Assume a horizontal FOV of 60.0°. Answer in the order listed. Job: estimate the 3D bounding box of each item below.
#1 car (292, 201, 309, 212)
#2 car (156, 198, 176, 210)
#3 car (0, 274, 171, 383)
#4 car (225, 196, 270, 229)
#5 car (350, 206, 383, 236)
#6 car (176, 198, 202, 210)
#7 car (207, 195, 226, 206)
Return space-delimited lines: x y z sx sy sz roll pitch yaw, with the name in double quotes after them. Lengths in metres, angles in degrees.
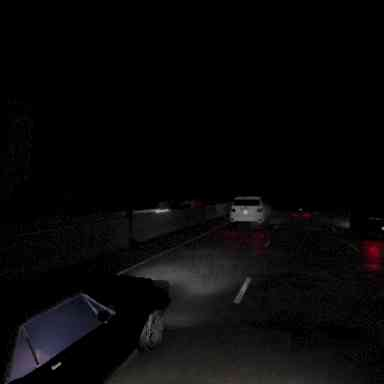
13.113 1.761 40.245 1.895 1.301 4.718 0 -1 17 "car"
-3.389 1.650 46.614 2.128 1.511 4.902 0 -1 18 "car"
-1.828 1.604 3.509 1.895 1.301 4.718 0 0 17 "car"
4.016 1.281 22.540 2.150 2.045 5.566 0 0 17 "car"
10.114 1.557 18.551 2.128 1.511 4.902 0 0 17 "car"
-0.046 1.641 45.578 1.882 1.535 5.008 0 -2 18 "car"
3.708 1.429 45.839 2.150 2.045 5.566 0 -2 18 "car"
